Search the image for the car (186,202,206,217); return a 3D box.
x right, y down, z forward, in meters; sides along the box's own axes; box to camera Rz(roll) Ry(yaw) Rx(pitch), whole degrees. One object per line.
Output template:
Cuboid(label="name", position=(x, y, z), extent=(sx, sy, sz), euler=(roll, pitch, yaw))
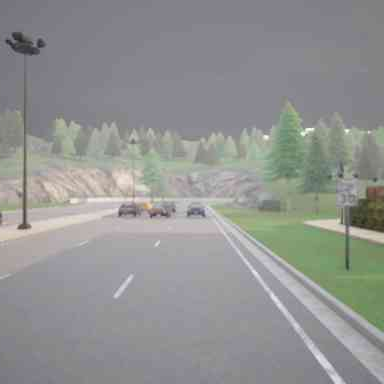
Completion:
Cuboid(label="car", position=(0.412, 1.895, 35.302), extent=(1.812, 1.442, 4.674), euler=(0, -1, 0))

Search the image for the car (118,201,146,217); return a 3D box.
Cuboid(label="car", position=(-6.610, 1.860, 35.768), extent=(2.128, 1.511, 4.902), euler=(0, -1, 1))

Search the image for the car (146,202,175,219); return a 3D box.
Cuboid(label="car", position=(-3.135, 1.952, 33.817), extent=(1.895, 1.301, 4.718), euler=(0, -1, 1))

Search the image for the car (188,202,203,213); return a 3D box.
Cuboid(label="car", position=(0.507, 2.080, 45.805), extent=(1.895, 1.301, 4.718), euler=(0, -1, 1))

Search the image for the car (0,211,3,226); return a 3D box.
Cuboid(label="car", position=(-14.892, 1.576, 22.434), extent=(2.097, 1.767, 4.553), euler=(0, -1, 1))

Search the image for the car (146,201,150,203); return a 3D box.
Cuboid(label="car", position=(-6.549, 1.954, 46.144), extent=(1.882, 1.535, 5.008), euler=(0, -1, 1))

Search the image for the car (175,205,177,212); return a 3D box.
Cuboid(label="car", position=(-3.079, 2.008, 44.280), extent=(2.033, 1.411, 5.357), euler=(0, -1, 1))
